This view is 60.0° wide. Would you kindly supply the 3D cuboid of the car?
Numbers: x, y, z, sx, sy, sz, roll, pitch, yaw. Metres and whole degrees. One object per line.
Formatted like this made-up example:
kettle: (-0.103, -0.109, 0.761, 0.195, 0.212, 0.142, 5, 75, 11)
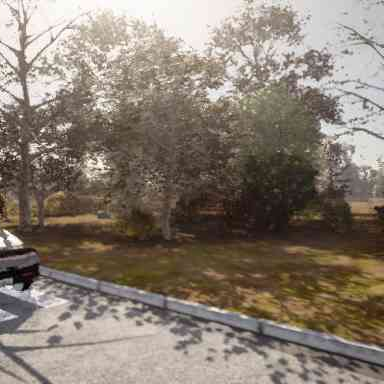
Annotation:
car: (-5.449, 1.498, 7.735, 4.902, 1.511, 2.128, 0, 0, 37)
